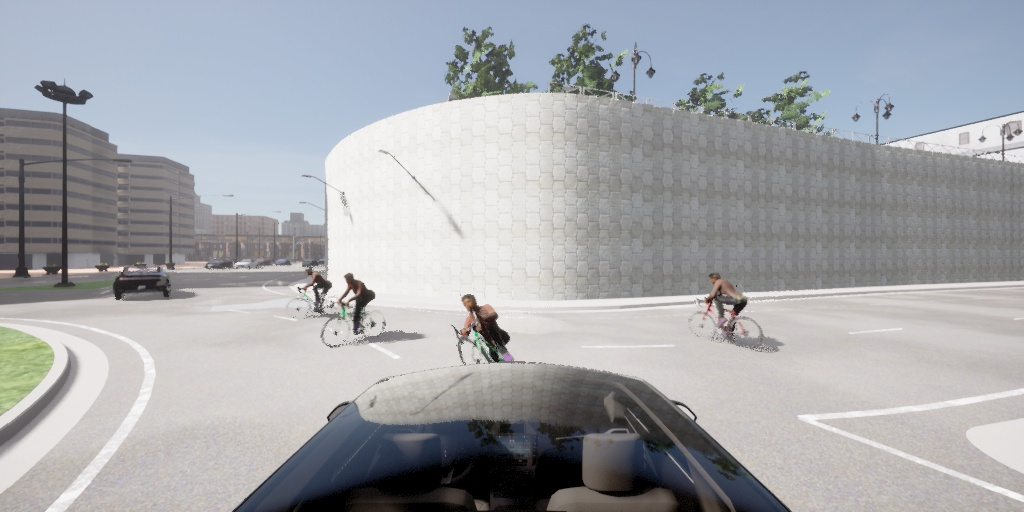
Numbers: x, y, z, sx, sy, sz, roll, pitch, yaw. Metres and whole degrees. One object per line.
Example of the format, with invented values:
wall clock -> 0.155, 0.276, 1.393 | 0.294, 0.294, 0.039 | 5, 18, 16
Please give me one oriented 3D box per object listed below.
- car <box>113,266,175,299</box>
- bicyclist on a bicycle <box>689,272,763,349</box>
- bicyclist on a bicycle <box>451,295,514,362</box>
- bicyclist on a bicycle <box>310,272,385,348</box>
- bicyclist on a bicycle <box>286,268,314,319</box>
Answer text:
car -> -18.558, 1.235, 18.171 | 2.128, 1.511, 4.902 | 0, 0, -42
bicyclist on a bicycle -> 4.757, 1.200, 8.108 | 0.582, 1.620, 1.656 | 0, -1, -31
bicyclist on a bicycle -> -0.294, 1.178, 4.674 | 0.582, 1.620, 1.656 | -36, -47, 8
bicyclist on a bicycle -> -3.611, 1.200, 8.278 | 0.582, 1.620, 1.656 | 0, 1, 32
bicyclist on a bicycle -> -6.357, 1.199, 11.601 | 1.656, 1.620, 0.582 | -1, 0, -26
